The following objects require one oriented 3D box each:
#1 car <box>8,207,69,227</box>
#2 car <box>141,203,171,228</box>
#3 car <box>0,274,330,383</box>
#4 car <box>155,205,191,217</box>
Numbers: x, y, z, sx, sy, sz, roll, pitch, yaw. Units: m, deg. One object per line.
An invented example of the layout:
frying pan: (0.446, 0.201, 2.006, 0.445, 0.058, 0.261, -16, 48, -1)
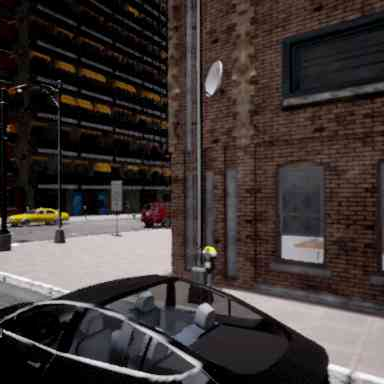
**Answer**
car: (-12.087, 1.909, 26.158, 1.752, 1.417, 4.829, -2, -2, 35)
car: (-1.870, 1.762, 26.213, 2.192, 1.841, 5.009, -2, -2, 35)
car: (-0.825, 1.574, 3.464, 4.313, 1.339, 1.947, 0, 0, 35)
car: (-2.253, 2.241, 40.221, 1.887, 1.381, 4.507, -2, -2, 35)
